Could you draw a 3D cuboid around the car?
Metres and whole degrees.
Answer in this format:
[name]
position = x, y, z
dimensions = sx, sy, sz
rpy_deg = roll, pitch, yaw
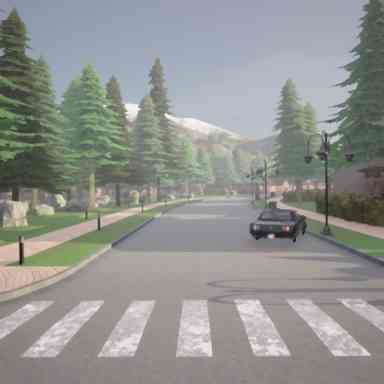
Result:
[car]
position = 4.148, 1.475, 15.614
dimensions = 1.895, 1.301, 4.718
rpy_deg = 0, 1, 24
